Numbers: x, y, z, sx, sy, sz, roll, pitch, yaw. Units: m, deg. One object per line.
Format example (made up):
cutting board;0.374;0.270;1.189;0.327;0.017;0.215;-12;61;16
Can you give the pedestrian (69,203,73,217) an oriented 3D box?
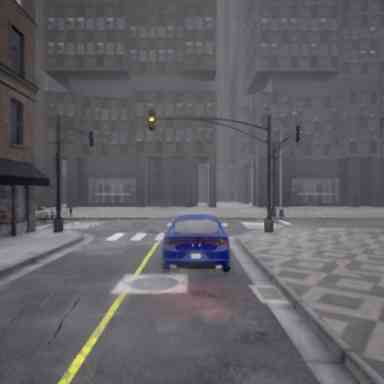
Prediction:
pedestrian;-9.888;1.465;27.208;0.500;1.100;0.500;0;0;1

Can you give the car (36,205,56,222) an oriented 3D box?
car;-12.467;1.556;24.082;4.718;1.301;1.895;0;0;2

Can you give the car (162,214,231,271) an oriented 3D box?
car;0.164;1.451;10.811;1.882;1.535;5.008;0;0;1
